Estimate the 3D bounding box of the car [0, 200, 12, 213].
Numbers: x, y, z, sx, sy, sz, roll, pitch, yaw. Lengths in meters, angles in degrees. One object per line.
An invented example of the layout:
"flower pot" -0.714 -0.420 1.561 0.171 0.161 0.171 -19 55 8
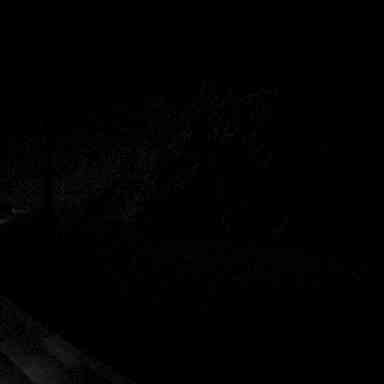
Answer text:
"car" -21.938 1.688 38.224 1.812 1.442 4.674 0 0 -22
